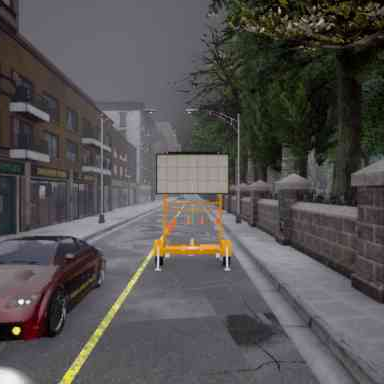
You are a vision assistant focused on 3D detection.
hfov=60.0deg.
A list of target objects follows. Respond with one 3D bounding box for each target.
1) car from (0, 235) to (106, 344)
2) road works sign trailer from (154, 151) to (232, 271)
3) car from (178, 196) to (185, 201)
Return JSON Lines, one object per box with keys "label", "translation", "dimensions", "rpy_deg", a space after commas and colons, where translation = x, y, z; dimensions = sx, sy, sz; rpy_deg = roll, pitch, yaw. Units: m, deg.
{"label": "car", "translation": [-3.087, 1.568, 6.484], "dimensions": [1.994, 1.385, 4.181], "rpy_deg": [0, 0, 0]}
{"label": "road works sign trailer", "translation": [0.021, 0.474, 10.978], "dimensions": [2.380, 3.560, 2.880], "rpy_deg": [0, 0, 0]}
{"label": "car", "translation": [-2.829, 1.715, 87.769], "dimensions": [2.033, 1.411, 5.357], "rpy_deg": [0, 0, 0]}
